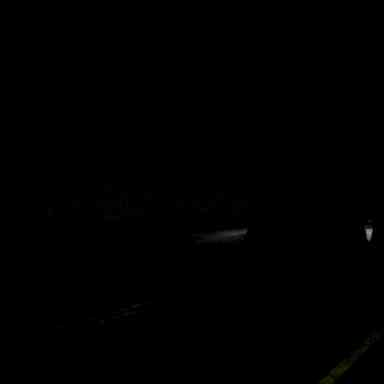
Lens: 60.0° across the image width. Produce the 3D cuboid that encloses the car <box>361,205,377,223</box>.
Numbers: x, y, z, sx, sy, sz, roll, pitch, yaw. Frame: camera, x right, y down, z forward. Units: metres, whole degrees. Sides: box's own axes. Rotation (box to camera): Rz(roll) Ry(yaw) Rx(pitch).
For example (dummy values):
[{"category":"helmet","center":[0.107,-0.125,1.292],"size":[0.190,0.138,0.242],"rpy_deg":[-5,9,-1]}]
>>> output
[{"category":"car","center":[13.005,1.565,22.967],"size":[4.718,1.301,1.895],"rpy_deg":[0,0,-45]}]
